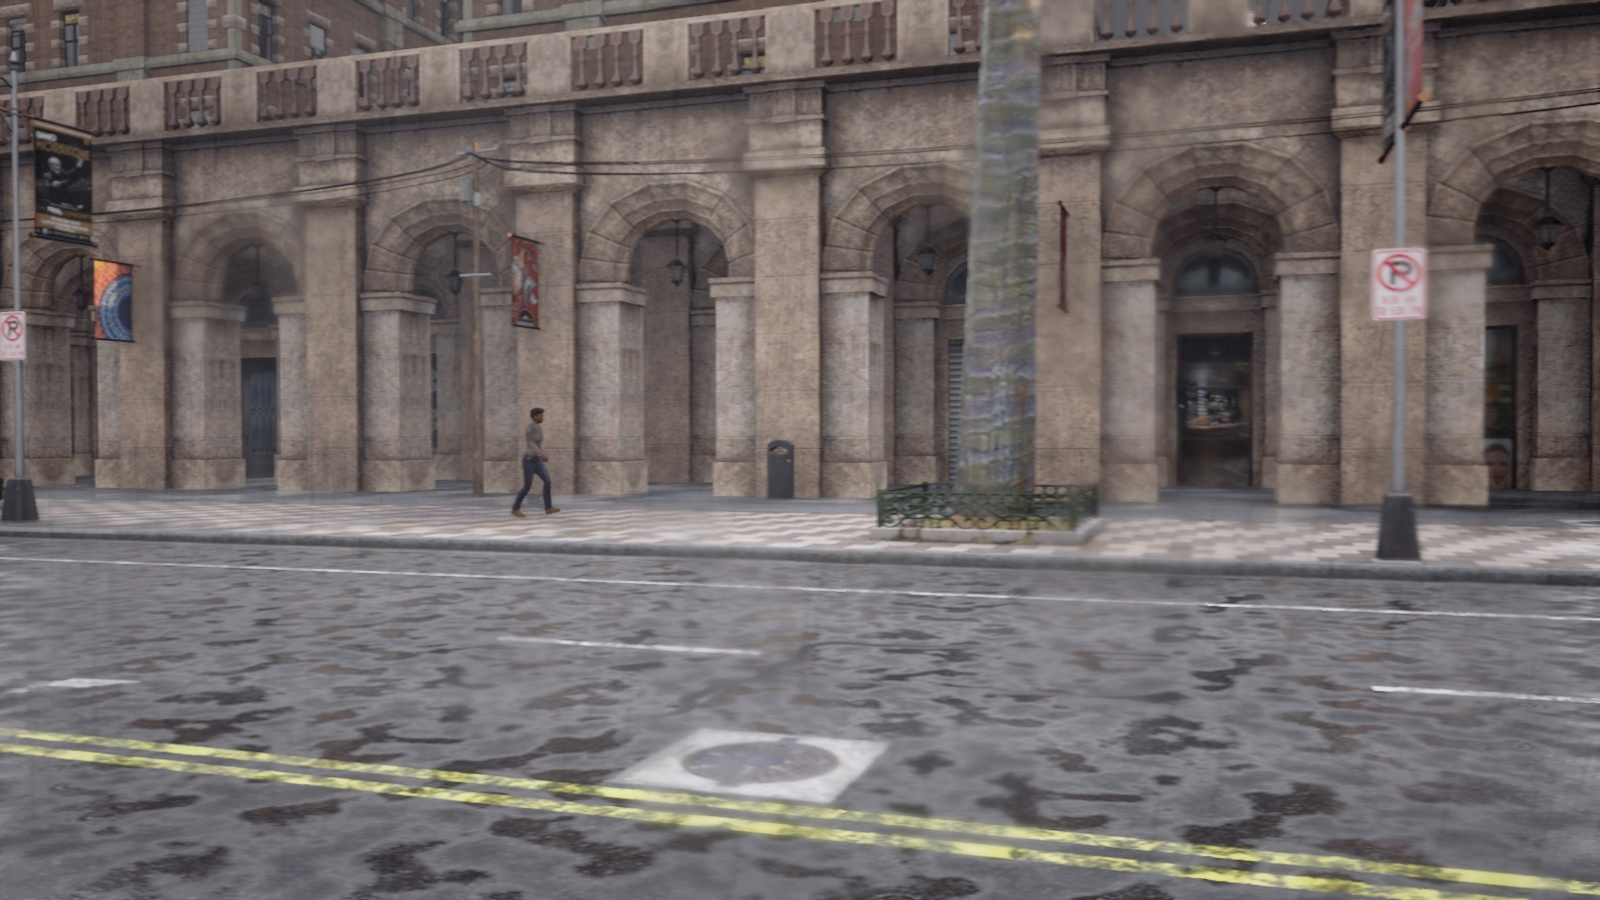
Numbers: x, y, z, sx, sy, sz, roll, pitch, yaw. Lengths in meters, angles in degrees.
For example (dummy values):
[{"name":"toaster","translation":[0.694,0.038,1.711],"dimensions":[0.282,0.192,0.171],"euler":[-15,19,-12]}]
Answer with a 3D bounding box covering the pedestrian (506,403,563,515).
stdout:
[{"name":"pedestrian","translation":[-4.347,0.137,20.566],"dimensions":[0.869,1.805,0.328],"euler":[0,1,15]}]
